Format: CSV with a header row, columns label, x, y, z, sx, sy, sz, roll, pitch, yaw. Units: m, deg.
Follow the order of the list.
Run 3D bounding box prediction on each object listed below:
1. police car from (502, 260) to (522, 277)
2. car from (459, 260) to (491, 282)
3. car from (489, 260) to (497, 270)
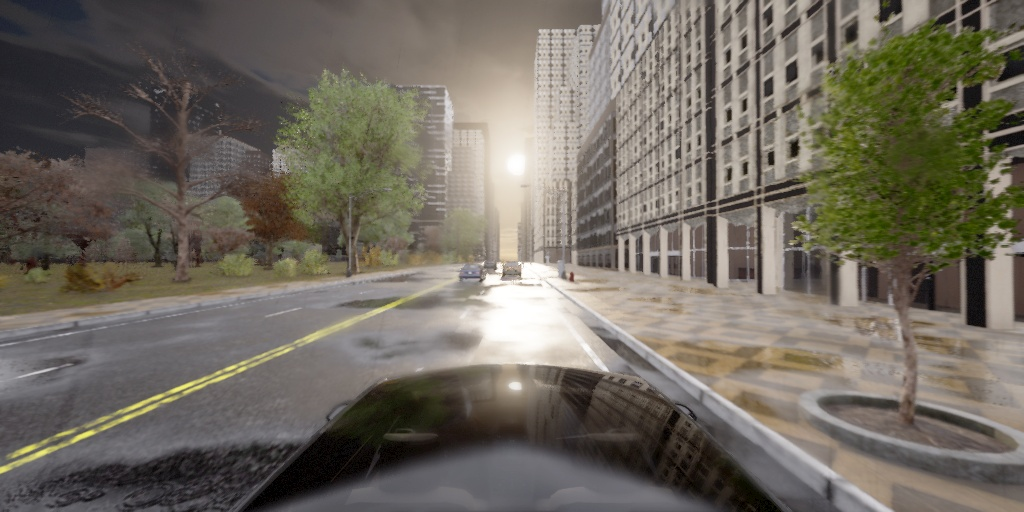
label,x,y,z,sx,sy,sz,roll,pitch,yaw
police car,0.003,1.360,36.050,2.038,1.542,4.974,1,0,0
car,-3.156,1.321,29.483,2.033,1.411,5.357,0,0,0
car,-3.160,1.341,53.226,2.128,1.511,4.902,0,0,0
